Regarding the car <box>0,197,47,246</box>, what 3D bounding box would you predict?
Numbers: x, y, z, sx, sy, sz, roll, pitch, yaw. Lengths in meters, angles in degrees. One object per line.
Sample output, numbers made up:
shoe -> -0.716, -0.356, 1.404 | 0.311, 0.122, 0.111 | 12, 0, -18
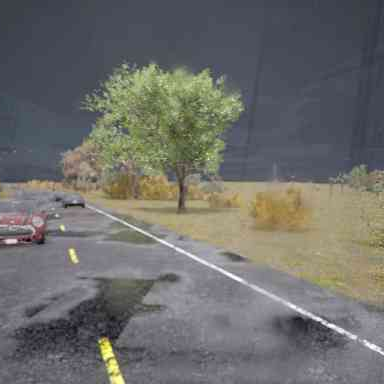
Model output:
car -> -6.980, 1.032, 13.277 | 2.097, 1.767, 4.553 | 0, 1, -24

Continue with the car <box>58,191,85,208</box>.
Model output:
car -> -11.833, 0.827, 32.995 | 1.994, 1.385, 4.181 | 0, 1, -26

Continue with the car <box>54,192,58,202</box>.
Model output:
car -> -17.316, 0.547, 44.524 | 1.994, 1.385, 4.181 | 0, 1, -25
